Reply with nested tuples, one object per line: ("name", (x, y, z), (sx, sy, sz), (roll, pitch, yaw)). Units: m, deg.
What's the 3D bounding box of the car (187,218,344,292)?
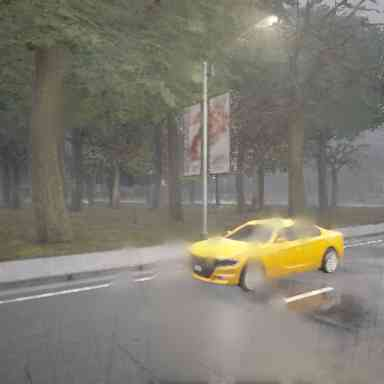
("car", (2.178, 1.520, 9.215), (5.008, 1.535, 1.882), (0, 0, -35))
